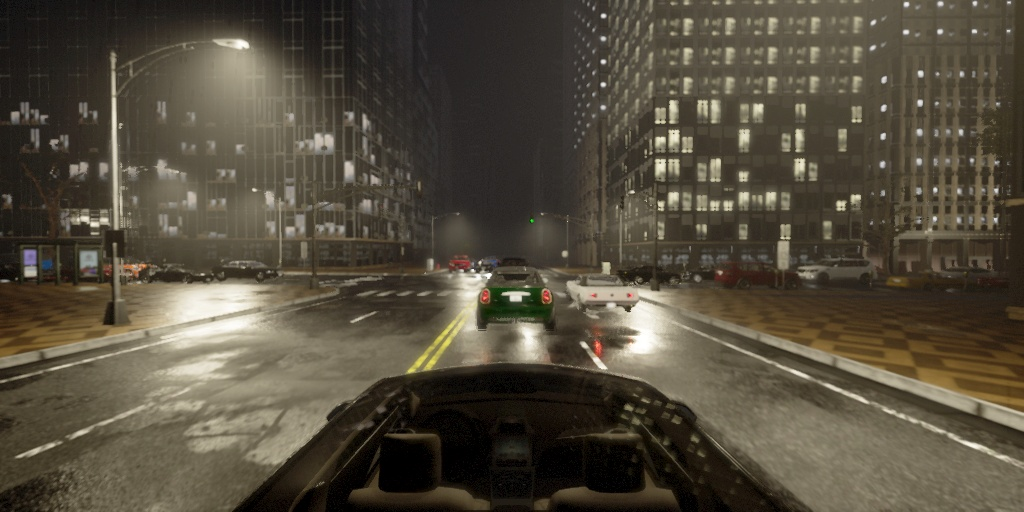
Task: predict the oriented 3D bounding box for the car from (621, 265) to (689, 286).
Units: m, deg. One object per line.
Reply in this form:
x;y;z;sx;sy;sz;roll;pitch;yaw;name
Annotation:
10.083;1.407;26.380;4.892;1.490;1.837;0;-2;-12;car

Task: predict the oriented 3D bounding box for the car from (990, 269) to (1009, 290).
33.120;1.720;23.471;4.207;1.307;1.802;0;0;1;car

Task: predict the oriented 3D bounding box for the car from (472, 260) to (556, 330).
0.104;1.110;11.294;2.097;1.767;4.553;0;0;0;car

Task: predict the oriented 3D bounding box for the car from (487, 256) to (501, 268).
-3.228;1.010;64.847;2.150;2.045;5.566;0;0;0;car

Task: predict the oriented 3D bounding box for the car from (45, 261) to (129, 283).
-28.407;1.176;24.444;4.207;1.307;1.802;0;0;1;car

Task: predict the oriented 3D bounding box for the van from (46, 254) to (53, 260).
-45.276;0.656;33.284;3.998;1.789;1.690;0;0;1;van

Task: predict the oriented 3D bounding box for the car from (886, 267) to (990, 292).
27.650;1.614;23.567;4.829;1.417;1.751;0;0;1;car

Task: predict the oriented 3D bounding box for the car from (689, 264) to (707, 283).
16.358;1.412;29.540;4.892;1.490;1.837;1;1;1;car

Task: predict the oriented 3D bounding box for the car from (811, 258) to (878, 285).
26.434;1.216;29.363;5.566;2.045;2.150;1;1;1;car

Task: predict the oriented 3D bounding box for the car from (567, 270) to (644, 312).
3.374;1.362;14.285;1.895;1.301;4.718;0;0;1;car

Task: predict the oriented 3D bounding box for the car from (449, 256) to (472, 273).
-6.582;1.005;45.517;2.150;2.045;5.566;0;0;0;car

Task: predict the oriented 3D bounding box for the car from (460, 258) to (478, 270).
-6.543;1.138;55.114;2.097;1.767;4.553;0;0;0;car

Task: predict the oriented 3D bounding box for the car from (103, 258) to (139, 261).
-29.418;0.897;27.155;4.553;1.767;2.097;1;1;1;car

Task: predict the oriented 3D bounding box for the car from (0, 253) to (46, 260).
-39.413;0.806;27.368;4.553;1.767;2.097;1;1;1;car

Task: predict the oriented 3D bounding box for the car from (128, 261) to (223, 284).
-22.723;1.211;24.309;4.313;1.339;1.948;0;0;1;car

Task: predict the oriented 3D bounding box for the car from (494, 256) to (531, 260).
0.125;1.059;25.613;2.150;2.045;5.566;1;1;0;car

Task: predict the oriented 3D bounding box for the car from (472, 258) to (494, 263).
-3.329;1.274;43.983;2.128;1.511;4.902;0;0;0;car

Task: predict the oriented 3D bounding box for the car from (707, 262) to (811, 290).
16.201;1.305;23.768;5.009;1.841;2.192;0;0;1;car

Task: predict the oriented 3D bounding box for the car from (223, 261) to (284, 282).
-19.800;1.123;26.957;4.902;1.511;2.128;1;1;1;car

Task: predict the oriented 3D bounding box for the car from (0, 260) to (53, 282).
-34.088;1.107;24.620;4.313;1.339;1.948;0;0;1;car

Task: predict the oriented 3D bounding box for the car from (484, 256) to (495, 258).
-3.306;1.008;54.146;2.150;2.045;5.566;0;0;0;car
